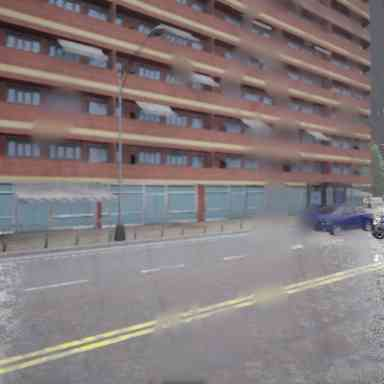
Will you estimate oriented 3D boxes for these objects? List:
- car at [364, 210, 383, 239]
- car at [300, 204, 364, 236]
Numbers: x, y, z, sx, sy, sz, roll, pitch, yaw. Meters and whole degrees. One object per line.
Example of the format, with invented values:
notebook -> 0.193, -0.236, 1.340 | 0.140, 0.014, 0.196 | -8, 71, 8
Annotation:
car -> 10.444, 1.310, 15.629 | 4.553, 1.767, 2.097 | 0, 0, -35
car -> 7.974, 1.439, 18.172 | 5.008, 1.535, 1.882 | 0, 0, -35
